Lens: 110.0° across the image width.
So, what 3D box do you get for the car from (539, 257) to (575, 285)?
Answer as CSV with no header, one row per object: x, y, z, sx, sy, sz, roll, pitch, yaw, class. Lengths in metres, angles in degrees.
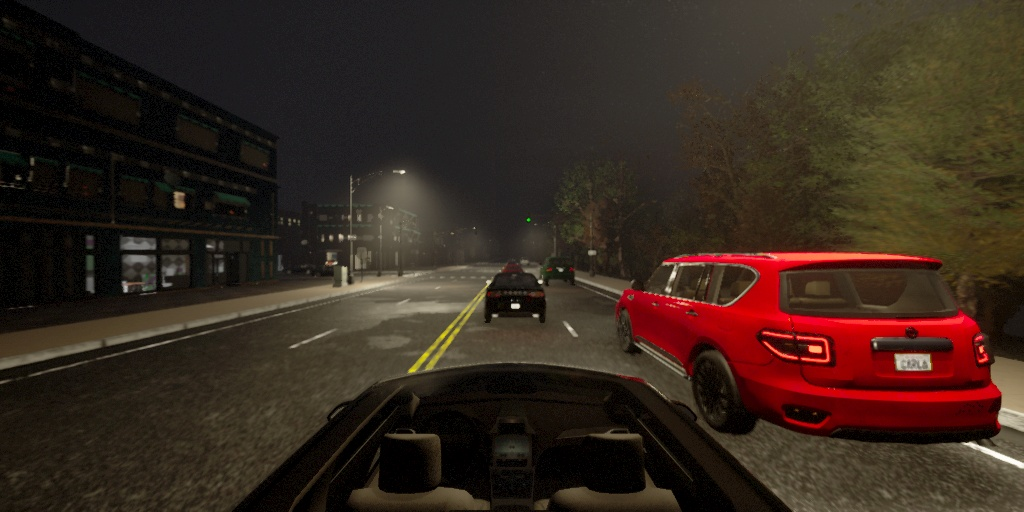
3.335,1.079,27.040,2.150,2.045,5.566,0,0,0,car

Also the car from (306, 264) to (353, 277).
-19.970,1.736,39.940,4.313,1.339,1.948,0,0,0,car

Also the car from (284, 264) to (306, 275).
-28.309,1.771,48.446,4.403,1.370,2.007,0,0,0,car

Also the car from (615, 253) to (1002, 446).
3.357,0.988,5.663,2.150,2.045,5.566,0,0,0,car

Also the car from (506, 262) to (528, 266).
0.075,1.389,28.005,1.812,1.442,4.674,0,0,0,car

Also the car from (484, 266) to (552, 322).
0.094,1.274,12.550,1.882,1.535,5.008,0,0,0,car
